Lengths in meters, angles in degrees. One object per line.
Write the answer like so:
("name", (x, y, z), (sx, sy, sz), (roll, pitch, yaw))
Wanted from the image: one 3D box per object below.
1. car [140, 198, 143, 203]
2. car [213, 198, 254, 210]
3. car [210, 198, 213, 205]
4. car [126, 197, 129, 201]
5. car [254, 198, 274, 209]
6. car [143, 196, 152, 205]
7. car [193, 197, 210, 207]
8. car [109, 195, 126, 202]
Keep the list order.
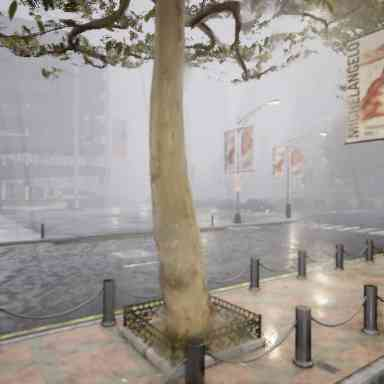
("car", (-9.164, 1.652, 73.725), (5.008, 1.535, 1.882), (0, 0, 30))
("car", (5.772, 1.706, 47.277), (2.033, 1.411, 5.357), (0, 0, -35))
("car", (3.970, 1.724, 55.820), (2.033, 1.411, 5.357), (0, 0, -36))
("car", (-17.733, 1.600, 80.953), (4.892, 1.490, 1.837), (0, 0, 12))
("car", (9.617, 1.681, 47.877), (1.837, 1.490, 4.892), (0, 0, -36))
("car", (-6.518, 1.658, 62.804), (4.892, 1.490, 1.837), (0, 0, 42))
("car", (0.172, 1.636, 55.038), (1.882, 1.535, 5.008), (0, 0, -37))
("car", (-18.696, 1.574, 77.588), (5.008, 1.535, 1.882), (0, 0, 12))
